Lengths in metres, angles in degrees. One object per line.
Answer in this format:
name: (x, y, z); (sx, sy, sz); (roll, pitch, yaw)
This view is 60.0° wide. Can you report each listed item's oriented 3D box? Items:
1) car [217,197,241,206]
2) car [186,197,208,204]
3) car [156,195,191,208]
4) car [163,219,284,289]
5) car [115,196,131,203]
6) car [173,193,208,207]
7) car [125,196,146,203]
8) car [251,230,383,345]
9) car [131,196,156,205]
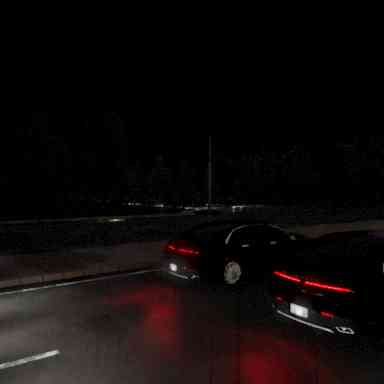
car: (6.123, 1.530, 55.602); (1.812, 1.442, 4.674); (0, 0, -35)
car: (0.909, 1.605, 63.065); (1.895, 1.301, 4.718); (0, 0, -35)
car: (-2.870, 1.550, 50.103); (2.033, 1.411, 5.357); (0, 0, -35)
car: (1.545, 1.507, 9.196); (4.892, 1.490, 1.837); (0, 0, -35)
car: (-14.132, 1.494, 66.311); (2.128, 1.511, 4.902); (0, 0, -35)
car: (-0.106, 1.225, 52.241); (2.150, 2.045, 5.566); (0, 0, -36)
car: (-11.765, 1.543, 69.061); (2.033, 1.411, 5.357); (0, 0, -35)
car: (3.577, 1.507, 6.347); (4.892, 1.490, 1.837); (0, 0, -35)
car: (-8.361, 1.604, 57.967); (1.895, 1.301, 4.718); (0, 0, -35)
